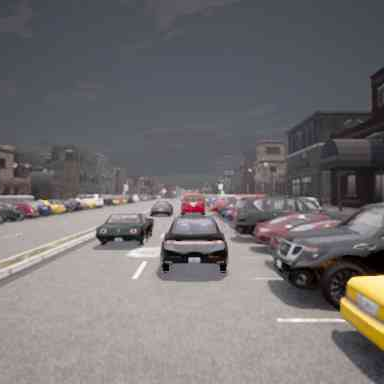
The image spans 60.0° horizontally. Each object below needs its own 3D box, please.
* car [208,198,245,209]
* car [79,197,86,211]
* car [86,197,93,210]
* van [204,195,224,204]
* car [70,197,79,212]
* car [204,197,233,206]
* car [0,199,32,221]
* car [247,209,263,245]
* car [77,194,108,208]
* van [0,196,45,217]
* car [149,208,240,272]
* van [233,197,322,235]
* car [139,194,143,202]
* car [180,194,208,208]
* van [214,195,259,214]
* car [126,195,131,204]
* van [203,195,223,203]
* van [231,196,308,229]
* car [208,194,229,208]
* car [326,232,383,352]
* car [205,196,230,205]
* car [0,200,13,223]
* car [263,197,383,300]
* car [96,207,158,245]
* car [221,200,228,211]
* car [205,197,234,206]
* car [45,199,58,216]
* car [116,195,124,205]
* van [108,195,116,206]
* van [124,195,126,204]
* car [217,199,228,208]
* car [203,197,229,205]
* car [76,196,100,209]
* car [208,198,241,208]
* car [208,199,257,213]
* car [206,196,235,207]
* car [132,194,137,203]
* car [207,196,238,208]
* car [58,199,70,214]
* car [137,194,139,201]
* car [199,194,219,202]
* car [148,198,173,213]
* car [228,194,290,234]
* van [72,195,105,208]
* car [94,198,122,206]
[{"bbox_3d":[4.701,1.597,46.112,4.892,1.521,2.231,0,0,0],"label":"car"},{"bbox_3d":[-15.521,1.608,39.265,4.792,1.488,2.163,0,0,0],"label":"car"},{"bbox_3d":[-15.496,1.633,42.021,4.674,1.452,2.002,0,0,0],"label":"car"},{"bbox_3d":[4.822,1.579,73.904,4.442,1.987,1.878,0,0,0],"label":"van"},{"bbox_3d":[-15.483,1.565,36.507,4.892,1.521,2.231,0,0,0],"label":"car"},{"bbox_3d":[4.702,1.693,60.004,5.008,1.535,2.097,0,0,0],"label":"car"},{"bbox_3d":[-15.474,1.519,25.478,4.892,1.521,2.231,0,0,0],"label":"car"},{"bbox_3d":[4.706,1.522,12.765,4.674,1.452,2.002,0,0,0],"label":"car"},{"bbox_3d":[-15.527,1.376,47.536,5.566,2.045,2.435,0,0,0],"label":"car"},{"bbox_3d":[-15.365,1.303,28.360,4.442,1.987,1.878,0,0,0],"label":"van"},{"bbox_3d":[0.074,1.493,10.761,2.128,1.511,4.902,0,0,0],"label":"car"},{"bbox_3d":[4.592,1.263,18.324,4.442,1.987,1.878,0,0,0],"label":"van"},{"bbox_3d":[-15.554,1.643,80.628,5.566,2.045,2.435,0,0,0],"label":"car"},{"bbox_3d":[0.093,1.268,31.477,2.150,2.045,5.566,0,0,0],"label":"car"},{"bbox_3d":[4.591,1.314,34.997,4.442,1.987,1.878,0,0,0],"label":"van"},{"bbox_3d":[-15.520,1.778,66.836,5.008,1.535,2.097,0,0,0],"label":"car"},{"bbox_3d":[4.823,1.601,76.684,4.442,1.987,1.878,0,0,0],"label":"van"},{"bbox_3d":[4.825,1.269,21.101,4.442,1.987,1.878,0,0,0],"label":"van"},{"bbox_3d":[4.679,1.277,32.220,5.566,2.045,2.435,0,0,0],"label":"car"},{"bbox_3d":[4.894,1.475,4.427,5.366,1.575,1.946,0,0,0],"label":"car"},{"bbox_3d":[4.738,1.589,62.787,4.553,1.767,2.185,0,0,0],"label":"car"},{"bbox_3d":[-15.471,1.511,22.722,4.892,1.521,2.231,0,0,0],"label":"car"},{"bbox_3d":[4.680,1.228,7.332,5.566,2.045,2.435,0,0,0],"label":"car"},{"bbox_3d":[-2.910,1.606,15.473,1.895,1.301,4.718,0,0,0],"label":"car"},{"bbox_3d":[4.706,1.542,24.005,4.674,1.452,2.002,0,0,0],"label":"car"},{"bbox_3d":[4.712,1.672,57.228,4.892,1.521,2.231,0,0,0],"label":"car"},{"bbox_3d":[-15.482,1.579,30.992,4.674,1.452,2.002,0,0,0],"label":"car"},{"bbox_3d":[-15.322,1.705,58.564,5.366,1.575,1.946,0,0,0],"label":"car"},{"bbox_3d":[-15.622,1.460,55.807,4.442,1.987,1.878,0,0,0],"label":"van"},{"bbox_3d":[-15.629,1.528,64.080,4.442,1.987,1.878,0,0,0],"label":"van"},{"bbox_3d":[4.678,1.539,26.660,4.792,1.488,2.163,0,0,0],"label":"car"},{"bbox_3d":[4.701,1.737,65.565,5.008,1.535,2.097,0,0,0],"label":"car"},{"bbox_3d":[-15.501,1.610,44.779,5.008,1.535,2.097,0,0,0],"label":"car"},{"bbox_3d":[4.704,1.653,48.890,4.674,1.452,2.002,0,0,0],"label":"car"},{"bbox_3d":[4.522,1.550,37.775,5.366,1.575,1.946,0,0,0],"label":"car"},{"bbox_3d":[4.676,1.525,54.451,4.553,1.767,2.185,0,0,0],"label":"car"},{"bbox_3d":[-15.547,1.575,72.353,5.566,2.045,2.435,0,-1,0],"label":"car"},{"bbox_3d":[4.676,1.506,51.670,4.553,1.767,2.185,0,0,0],"label":"car"},{"bbox_3d":[-15.672,1.548,33.751,5.366,1.575,1.946,0,0,0],"label":"car"},{"bbox_3d":[-15.555,1.747,77.992,4.553,1.767,2.185,0,0,0],"label":"car"},{"bbox_3d":[4.676,1.701,93.361,5.566,2.045,2.435,0,0,0],"label":"car"},{"bbox_3d":[-2.908,1.615,32.871,1.994,1.385,4.181,0,0,0],"label":"car"},{"bbox_3d":[4.737,1.234,15.544,5.566,2.045,2.435,0,0,0],"label":"car"},{"bbox_3d":[-15.617,1.421,50.294,4.442,1.987,1.878,0,0,0],"label":"van"},{"bbox_3d":[-15.507,1.771,61.321,4.674,1.452,2.002,0,0,0],"label":"car"}]
